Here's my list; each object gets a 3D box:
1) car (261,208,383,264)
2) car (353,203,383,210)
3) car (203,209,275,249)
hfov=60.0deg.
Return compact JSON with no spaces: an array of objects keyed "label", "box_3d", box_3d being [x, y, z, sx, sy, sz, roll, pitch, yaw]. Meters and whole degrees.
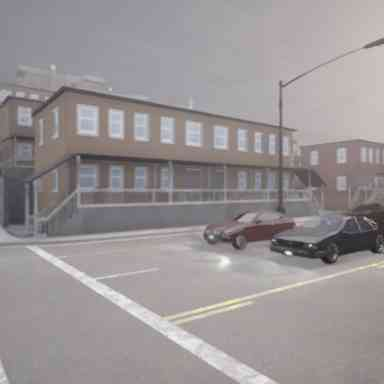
[{"label":"car","box_3d":[5.200,1.529,11.997,5.357,1.411,2.033,0,0,-35]},{"label":"car","box_3d":[10.892,1.439,20.355,5.008,1.535,1.882,0,0,-35]},{"label":"car","box_3d":[2.659,1.508,14.482,4.674,1.442,1.812,0,0,-35]}]
